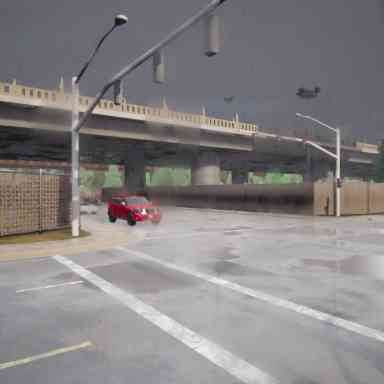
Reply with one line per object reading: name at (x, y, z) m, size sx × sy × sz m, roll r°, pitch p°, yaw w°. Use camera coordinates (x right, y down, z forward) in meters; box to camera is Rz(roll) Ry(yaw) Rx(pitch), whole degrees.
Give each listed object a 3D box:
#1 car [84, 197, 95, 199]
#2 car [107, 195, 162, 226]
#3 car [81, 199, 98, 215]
car at (-19.783, 1.619, 64.272) m, size 1.994 × 1.385 × 4.181 m, roll 0°, pitch 0°, yaw -36°
car at (-4.341, 1.278, 24.363) m, size 2.150 × 2.045 × 5.566 m, roll 0°, pitch 0°, yaw -36°
car at (-11.232, 1.656, 33.977) m, size 1.895 × 1.301 × 4.718 m, roll 0°, pitch 0°, yaw -36°
